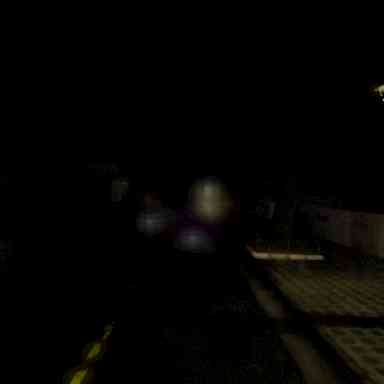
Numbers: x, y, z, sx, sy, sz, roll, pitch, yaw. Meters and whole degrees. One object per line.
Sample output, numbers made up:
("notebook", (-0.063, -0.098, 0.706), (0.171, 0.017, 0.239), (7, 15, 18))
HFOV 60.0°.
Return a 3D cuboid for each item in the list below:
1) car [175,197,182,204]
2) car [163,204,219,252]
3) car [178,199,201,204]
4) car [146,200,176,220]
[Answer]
("car", (-3.258, 2.086, 81.952), (2.128, 1.511, 4.902), (0, -1, -9))
("car", (0.054, 1.500, 14.043), (1.882, 1.535, 5.008), (0, 0, 0))
("car", (0.040, 1.570, 27.193), (1.837, 1.490, 4.892), (0, 0, 1))
("car", (-2.768, 1.621, 29.177), (2.033, 1.411, 5.357), (0, 0, 0))
